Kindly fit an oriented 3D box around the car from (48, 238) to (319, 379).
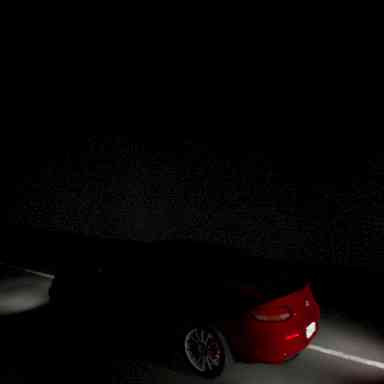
[{"bbox_3d":[-0.409,1.509,5.454,4.674,1.442,1.812,0,0,36],"label":"car"}]
